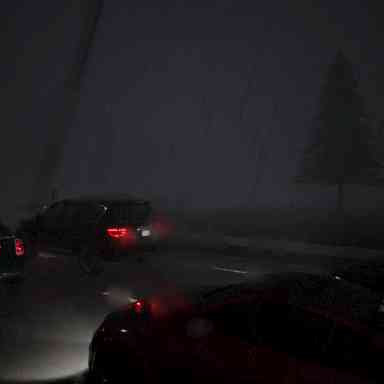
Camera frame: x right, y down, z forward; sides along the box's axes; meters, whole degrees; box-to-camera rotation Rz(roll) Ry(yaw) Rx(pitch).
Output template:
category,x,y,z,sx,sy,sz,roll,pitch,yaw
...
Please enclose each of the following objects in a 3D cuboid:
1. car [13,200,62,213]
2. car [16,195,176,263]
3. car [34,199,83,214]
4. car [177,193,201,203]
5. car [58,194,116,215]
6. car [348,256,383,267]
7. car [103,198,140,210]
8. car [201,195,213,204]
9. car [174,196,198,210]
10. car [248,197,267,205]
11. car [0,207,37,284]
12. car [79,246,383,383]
category,x,y,z,sx,sy,sz,roll,pitch,yaw
car,-17.510,1.601,37.969,1.895,1.301,4.718,0,0,36
car,-3.445,1.221,10.707,5.566,2.045,2.150,0,0,36
car,-14.461,1.526,36.210,1.812,1.442,4.674,0,0,36
car,-1.426,1.218,54.056,2.150,2.045,5.566,0,0,36
car,-10.946,1.222,35.089,2.150,2.045,5.566,0,0,36
car,4.734,1.478,4.913,5.008,1.535,1.882,0,0,35
car,-9.171,1.526,43.454,1.812,1.442,4.674,0,0,36
car,2.219,1.351,64.897,2.097,1.767,4.553,0,0,37
car,-1.542,1.564,42.031,1.994,1.385,4.181,0,0,36
car,11.882,1.564,60.299,1.994,1.385,4.181,0,0,37
car,-6.188,1.352,8.364,4.553,1.767,2.097,0,0,36
car,0.865,1.564,3.371,4.181,1.385,1.994,0,0,35
